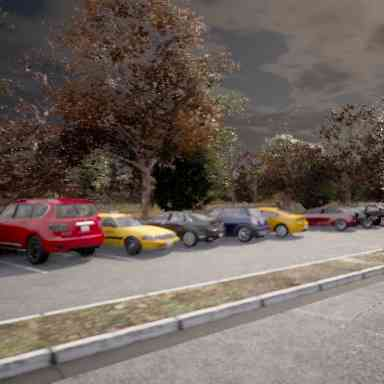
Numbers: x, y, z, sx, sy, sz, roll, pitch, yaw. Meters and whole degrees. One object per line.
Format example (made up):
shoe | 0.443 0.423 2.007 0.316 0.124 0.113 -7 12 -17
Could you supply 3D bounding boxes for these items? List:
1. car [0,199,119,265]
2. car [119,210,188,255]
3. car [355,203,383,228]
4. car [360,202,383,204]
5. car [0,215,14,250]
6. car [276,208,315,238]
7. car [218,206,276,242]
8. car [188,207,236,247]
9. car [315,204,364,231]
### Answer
car | -5.604 1.282 12.122 5.566 2.045 2.435 -1 -1 34
car | -3.009 1.559 13.738 5.366 1.575 1.946 -1 -1 34
car | 11.163 1.775 24.411 4.792 1.488 2.163 -1 -2 33
car | 13.483 1.776 26.226 5.008 1.535 2.097 -1 -1 32
car | -7.973 1.532 10.361 4.792 1.488 2.163 -1 -1 34
car | 4.034 1.654 19.075 5.008 1.535 2.097 -1 -1 34
car | 1.665 1.498 17.309 4.553 1.767 2.185 -1 -1 34
car | -0.756 1.595 15.572 4.892 1.521 2.231 -1 -1 34
car | 8.745 1.745 22.644 4.792 1.488 2.163 -1 -1 33
